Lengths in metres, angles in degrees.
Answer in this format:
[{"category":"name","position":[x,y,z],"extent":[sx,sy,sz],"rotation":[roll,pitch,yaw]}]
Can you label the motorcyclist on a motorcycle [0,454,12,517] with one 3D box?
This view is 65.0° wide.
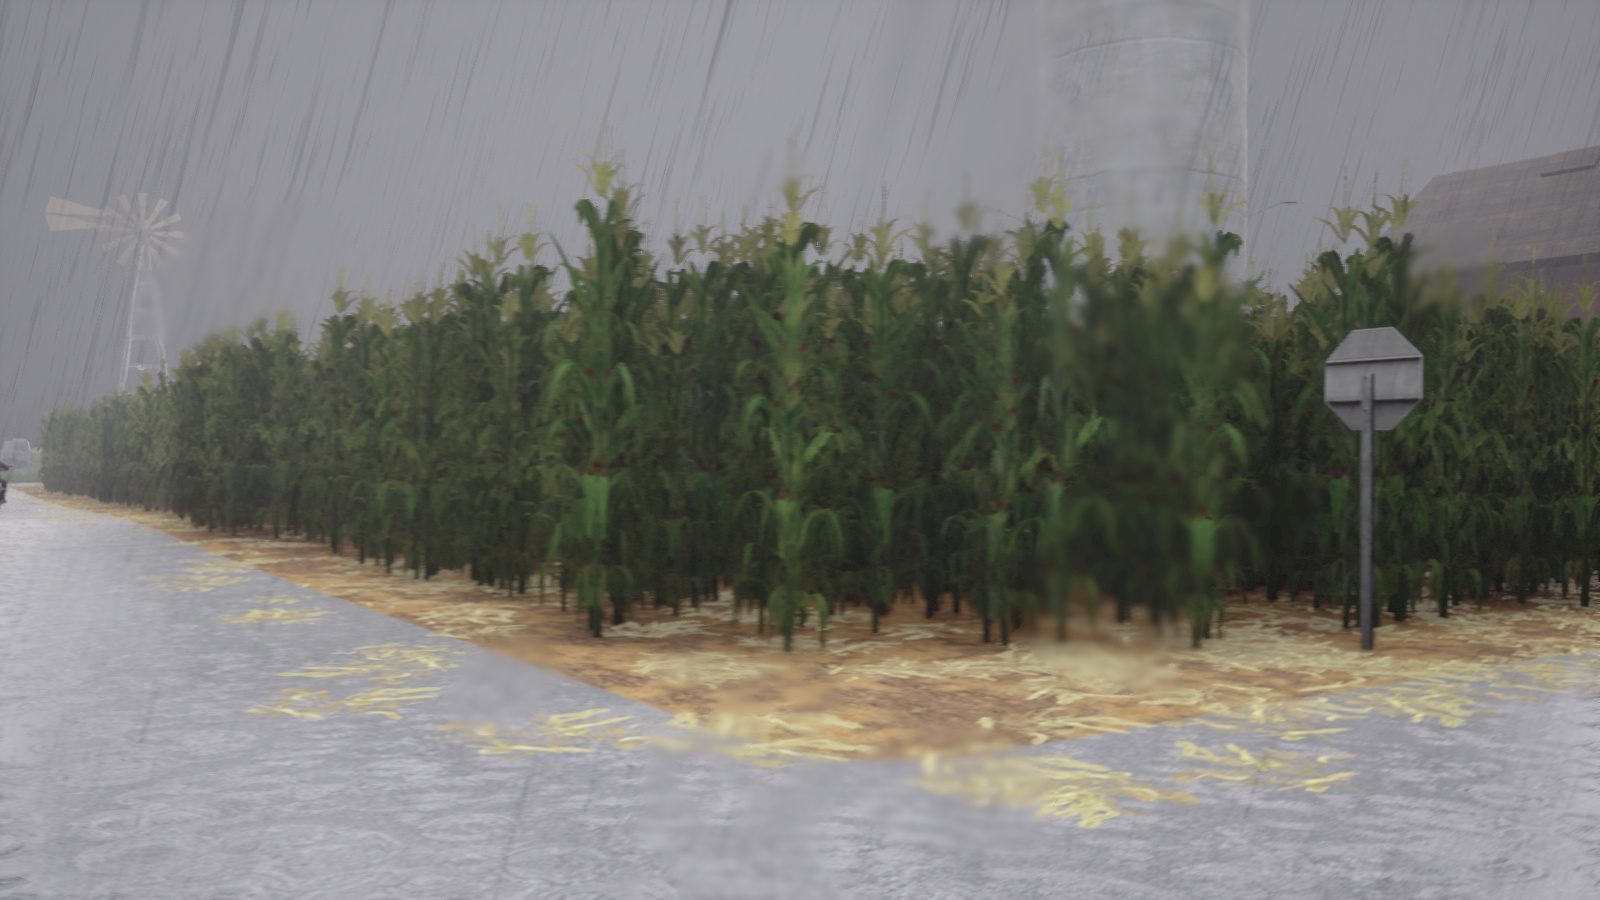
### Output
[{"category":"motorcyclist on a motorcycle","position":[-21.953,0.968,34.156],"extent":[0.766,1.649,2.350],"rotation":[0,-2,-35]}]
